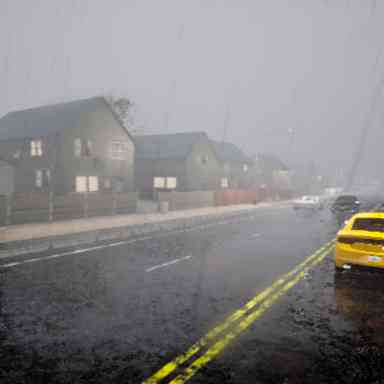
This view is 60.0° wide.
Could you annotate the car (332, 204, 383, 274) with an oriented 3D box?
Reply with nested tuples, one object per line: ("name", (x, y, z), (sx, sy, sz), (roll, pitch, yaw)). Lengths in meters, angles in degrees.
("car", (5.473, 1.346, 9.667), (1.882, 1.535, 5.008), (2, 2, 32))

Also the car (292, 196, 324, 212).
("car", (10.725, 1.061, 30.634), (1.895, 1.301, 4.718), (2, 2, 32))

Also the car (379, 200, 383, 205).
("car", (15.333, 1.229, 25.386), (2.033, 1.411, 5.357), (2, 2, 32))

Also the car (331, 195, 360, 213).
("car", (13.293, 1.066, 28.609), (1.837, 1.490, 4.892), (2, 2, 32))
